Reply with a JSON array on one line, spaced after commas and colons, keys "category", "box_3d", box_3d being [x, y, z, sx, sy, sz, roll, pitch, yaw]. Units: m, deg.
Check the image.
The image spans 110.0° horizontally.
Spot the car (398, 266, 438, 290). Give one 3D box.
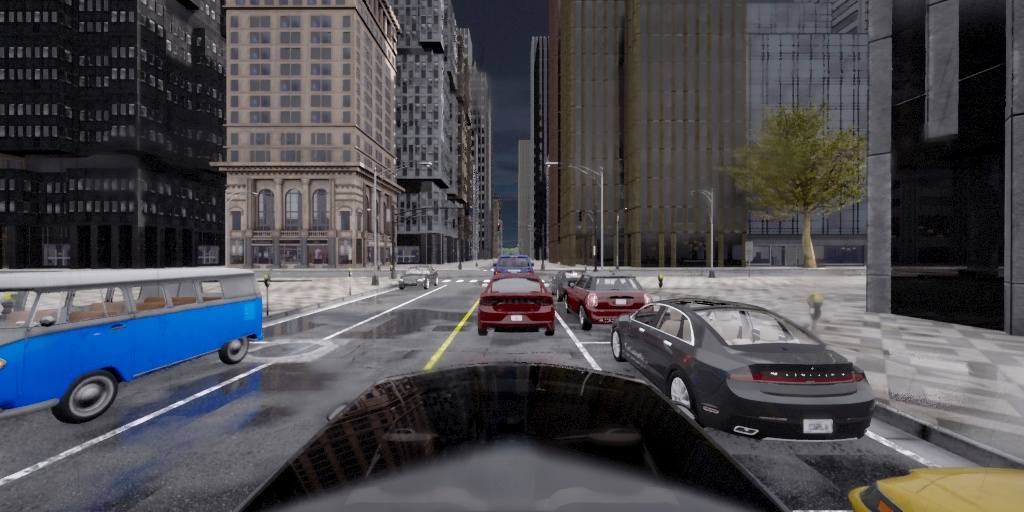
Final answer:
[{"category": "car", "box_3d": [-5.734, 1.296, 22.354, 2.007, 1.370, 4.403, 0, 0, 0]}]

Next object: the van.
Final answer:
[{"category": "van", "box_3d": [-5.756, 1.090, 5.431, 1.690, 1.789, 3.998, 0, 0, 0]}]

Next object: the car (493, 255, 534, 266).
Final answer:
[{"category": "car", "box_3d": [0.102, 0.967, 20.331, 2.150, 2.045, 5.566, 0, 0, 0]}]

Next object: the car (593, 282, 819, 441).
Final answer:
[{"category": "car", "box_3d": [2.769, 1.300, 5.421, 2.007, 1.370, 4.403, 0, 0, 0]}]

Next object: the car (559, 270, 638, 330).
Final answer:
[{"category": "car", "box_3d": [2.777, 1.188, 11.062, 1.967, 1.591, 4.097, 0, 0, 0]}]

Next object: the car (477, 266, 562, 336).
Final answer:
[{"category": "car", "box_3d": [0.105, 1.226, 10.447, 1.882, 1.535, 5.008, 0, 0, 0]}]
